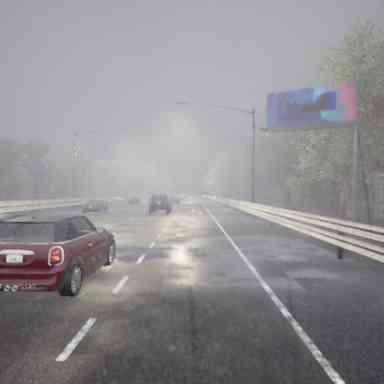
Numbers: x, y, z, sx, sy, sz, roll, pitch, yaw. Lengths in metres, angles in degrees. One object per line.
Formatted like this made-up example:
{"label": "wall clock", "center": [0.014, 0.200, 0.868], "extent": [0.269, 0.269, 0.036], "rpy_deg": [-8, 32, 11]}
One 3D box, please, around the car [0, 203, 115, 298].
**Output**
{"label": "car", "center": [-3.474, 1.337, 8.680], "extent": [2.097, 1.767, 4.553], "rpy_deg": [0, 0, 0]}

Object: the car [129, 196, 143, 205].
{"label": "car", "center": [-10.147, 1.531, 60.203], "extent": [1.837, 1.490, 4.892], "rpy_deg": [0, 0, 0]}

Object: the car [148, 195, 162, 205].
{"label": "car", "center": [-6.651, 1.399, 60.055], "extent": [2.097, 1.767, 4.553], "rpy_deg": [0, 0, 0]}

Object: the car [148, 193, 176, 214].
{"label": "car", "center": [-3.296, 1.239, 35.793], "extent": [2.150, 2.045, 5.566], "rpy_deg": [0, 0, 0]}

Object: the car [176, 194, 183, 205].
{"label": "car", "center": [-3.152, 1.423, 59.969], "extent": [2.097, 1.767, 4.553], "rpy_deg": [0, 0, 0]}

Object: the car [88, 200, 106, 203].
{"label": "car", "center": [-10.297, 1.534, 35.901], "extent": [1.994, 1.385, 4.181], "rpy_deg": [0, 0, 0]}

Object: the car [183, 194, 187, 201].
{"label": "car", "center": [-2.962, 1.708, 89.786], "extent": [1.812, 1.442, 4.674], "rpy_deg": [0, 0, 0]}
